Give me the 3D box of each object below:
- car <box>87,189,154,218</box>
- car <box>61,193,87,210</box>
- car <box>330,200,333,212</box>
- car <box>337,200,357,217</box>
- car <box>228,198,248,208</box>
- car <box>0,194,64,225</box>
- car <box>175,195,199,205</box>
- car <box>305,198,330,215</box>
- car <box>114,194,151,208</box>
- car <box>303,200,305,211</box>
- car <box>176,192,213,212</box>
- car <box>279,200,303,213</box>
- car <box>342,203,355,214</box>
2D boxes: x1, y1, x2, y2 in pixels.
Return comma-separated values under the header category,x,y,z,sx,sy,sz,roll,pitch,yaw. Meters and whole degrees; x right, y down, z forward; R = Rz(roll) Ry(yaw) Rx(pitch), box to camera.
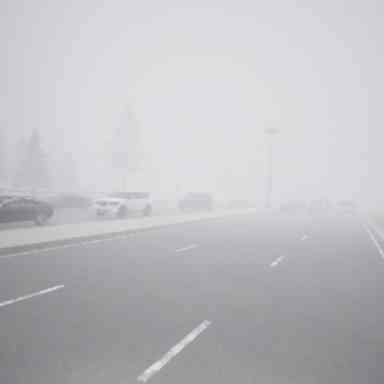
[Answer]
category,x,y,z,sx,sy,sz,roll,pitch,yaw
car,-5.059,0.836,25.596,2.150,2.045,5.566,3,0,25
car,-11.056,0.829,29.311,2.033,1.411,5.357,3,0,25
car,21.247,2.097,53.332,2.150,2.045,5.566,3,0,27
car,20.174,2.086,43.325,2.150,2.045,5.566,3,0,26
car,7.233,1.589,51.263,1.812,1.442,4.674,3,0,26
car,-9.275,0.925,16.670,2.128,1.511,4.902,3,0,25
car,-0.702,1.254,51.034,1.812,1.442,4.674,3,0,27
car,16.808,2.034,44.403,2.097,1.767,4.553,3,0,26
car,-6.791,1.030,38.350,1.994,1.385,4.181,3,0,25
car,17.171,2.013,53.249,2.097,1.767,4.553,3,0,27
car,0.558,1.075,37.508,2.150,2.045,5.566,3,1,25
car,13.009,2.028,44.720,2.033,1.411,5.357,3,0,27
car,24.936,2.598,52.928,1.812,1.442,4.674,3,0,26
